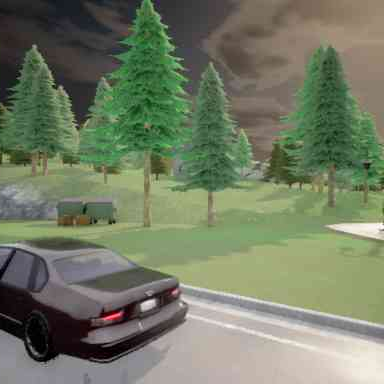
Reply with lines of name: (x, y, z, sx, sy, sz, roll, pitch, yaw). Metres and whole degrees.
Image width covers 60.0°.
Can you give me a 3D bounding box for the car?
car: (-2.615, 1.547, 5.859, 5.357, 1.411, 2.033, 0, 0, 35)
